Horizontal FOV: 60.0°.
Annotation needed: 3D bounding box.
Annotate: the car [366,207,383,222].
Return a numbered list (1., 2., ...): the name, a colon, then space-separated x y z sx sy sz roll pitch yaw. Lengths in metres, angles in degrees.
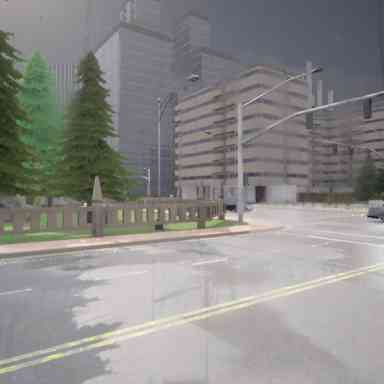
1. car: 15.622 1.548 24.076 5.357 1.411 2.033 0 0 32

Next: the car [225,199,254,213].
1. car: 4.618 1.491 36.489 2.128 1.511 4.902 0 0 -35
